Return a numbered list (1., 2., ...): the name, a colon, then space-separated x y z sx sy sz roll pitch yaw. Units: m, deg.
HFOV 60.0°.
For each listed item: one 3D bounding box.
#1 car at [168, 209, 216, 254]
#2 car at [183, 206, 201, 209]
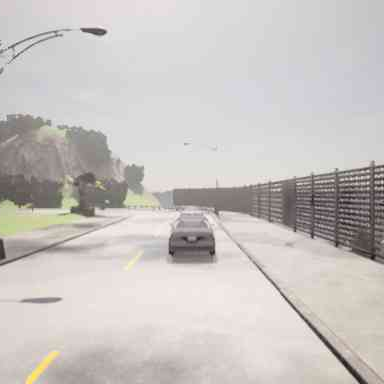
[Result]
1. car: -0.003 1.678 13.987 2.033 1.411 5.357 0 0 0
2. car: -0.008 1.870 29.104 1.895 1.301 4.718 0 0 0
